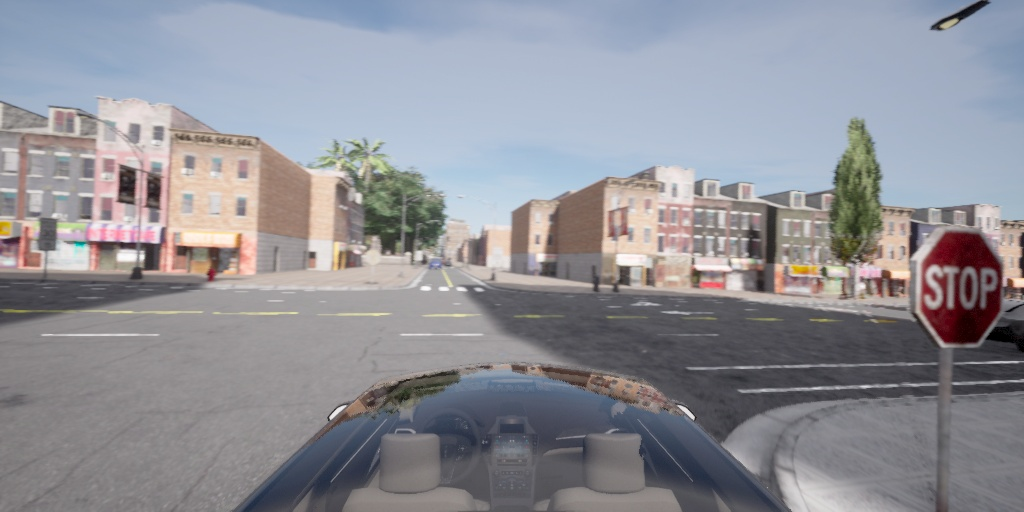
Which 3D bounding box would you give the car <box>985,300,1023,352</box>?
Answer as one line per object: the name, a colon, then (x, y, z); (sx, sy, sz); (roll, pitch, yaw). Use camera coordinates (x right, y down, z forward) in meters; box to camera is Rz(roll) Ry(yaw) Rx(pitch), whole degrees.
car: (16.352, 2.175, 11.568); (4.892, 1.490, 1.837); (3, -1, -12)
